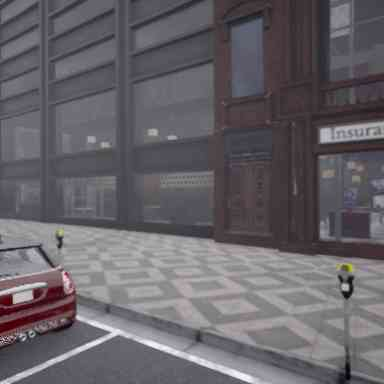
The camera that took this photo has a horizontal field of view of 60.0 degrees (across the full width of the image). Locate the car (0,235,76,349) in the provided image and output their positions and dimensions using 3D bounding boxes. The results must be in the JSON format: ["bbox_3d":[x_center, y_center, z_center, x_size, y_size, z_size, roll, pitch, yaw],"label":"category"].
[{"bbox_3d":[-3.843,1.431,5.600,4.097,1.590,1.967,0,-1,36],"label":"car"}]
